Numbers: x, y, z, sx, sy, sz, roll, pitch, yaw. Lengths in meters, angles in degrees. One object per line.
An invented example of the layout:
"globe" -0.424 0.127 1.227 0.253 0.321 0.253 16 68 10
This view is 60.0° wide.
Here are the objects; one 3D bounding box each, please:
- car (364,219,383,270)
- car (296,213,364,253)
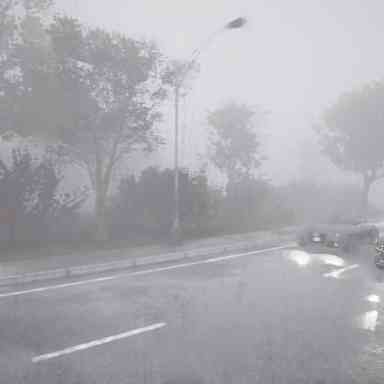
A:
"car" 7.322 1.491 10.196 5.008 1.535 1.882 0 0 -42
"car" 6.141 1.588 13.870 4.181 1.385 1.994 0 0 -43
